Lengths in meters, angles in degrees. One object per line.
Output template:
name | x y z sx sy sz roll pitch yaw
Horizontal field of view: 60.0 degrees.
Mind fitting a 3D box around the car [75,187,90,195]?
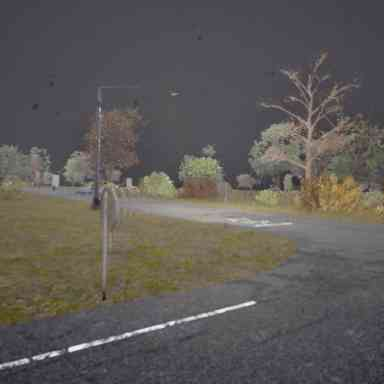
car | -19.119 -0.262 58.809 2.033 1.411 5.357 1 1 -36

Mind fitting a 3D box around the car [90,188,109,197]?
car | -13.532 0.063 51.012 1.994 1.385 4.181 1 1 -36
